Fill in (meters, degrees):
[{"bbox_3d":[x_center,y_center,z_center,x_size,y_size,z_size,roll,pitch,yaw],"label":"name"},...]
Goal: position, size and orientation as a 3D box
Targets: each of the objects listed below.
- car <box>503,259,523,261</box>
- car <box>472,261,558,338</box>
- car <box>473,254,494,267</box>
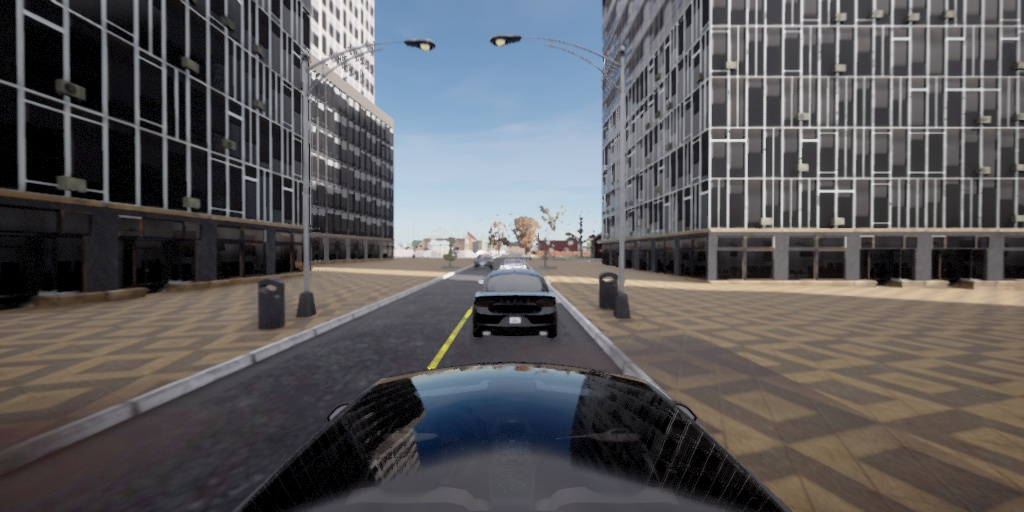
[{"bbox_3d":[0.085,0.850,26.426,1.895,1.301,4.718,0,1,0],"label":"car"},{"bbox_3d":[0.071,1.066,9.599,1.882,1.535,5.008,0,1,0],"label":"car"},{"bbox_3d":[-2.838,0.533,36.991,2.128,1.511,4.902,0,1,0],"label":"car"}]
